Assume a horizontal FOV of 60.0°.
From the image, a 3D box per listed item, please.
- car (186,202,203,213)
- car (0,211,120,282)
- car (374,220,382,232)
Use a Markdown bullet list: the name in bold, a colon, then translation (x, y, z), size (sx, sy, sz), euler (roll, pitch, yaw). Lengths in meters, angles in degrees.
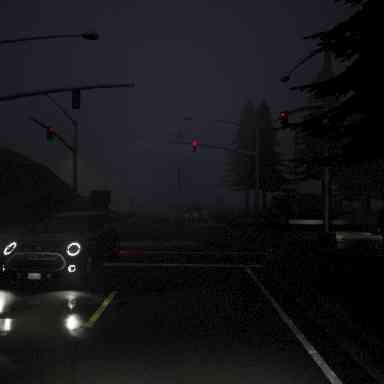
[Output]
- **car**: translation (0.378, 2.182, 46.768), size (2.128, 1.511, 4.902), euler (0, -1, 11)
- **car**: translation (-3.677, 1.427, 10.110), size (2.097, 1.767, 4.553), euler (0, -1, 1)
- **car**: translation (14.211, 1.864, 21.256), size (4.553, 1.767, 2.097), euler (0, -1, 0)
